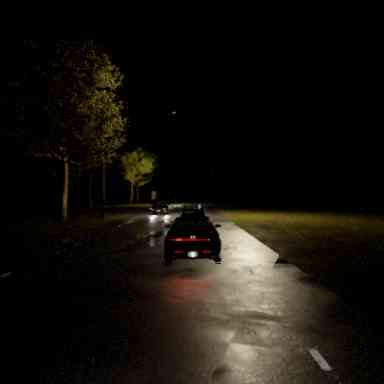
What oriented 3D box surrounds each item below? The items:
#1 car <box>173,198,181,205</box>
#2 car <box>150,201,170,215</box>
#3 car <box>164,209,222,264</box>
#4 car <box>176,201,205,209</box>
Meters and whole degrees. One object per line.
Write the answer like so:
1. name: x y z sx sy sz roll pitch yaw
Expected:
1. car: -3.656 2.282 81.274 2.128 1.511 4.902 0 -1 -1
2. car: -3.561 1.766 37.244 1.837 1.490 4.892 0 0 -2
3. car: 0.042 1.617 12.270 1.837 1.490 4.892 -1 -1 1
4. car: 0.054 1.707 27.307 2.128 1.511 4.902 0 0 1
